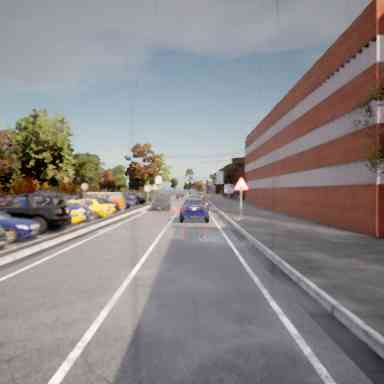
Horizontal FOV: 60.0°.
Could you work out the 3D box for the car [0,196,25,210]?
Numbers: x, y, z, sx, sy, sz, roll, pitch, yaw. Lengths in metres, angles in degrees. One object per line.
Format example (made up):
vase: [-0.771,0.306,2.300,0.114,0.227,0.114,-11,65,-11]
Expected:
car: [-21.848,1.229,37.552,5.008,1.535,2.097,0,1,0]

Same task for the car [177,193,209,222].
car: [0.173,1.234,25.522,2.097,1.767,4.553,0,0,0]

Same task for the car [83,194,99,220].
car: [-9.329,1.226,23.488,4.553,1.767,2.185,0,0,0]

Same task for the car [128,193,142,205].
car: [-9.276,1.222,43.269,4.674,1.452,2.002,0,1,0]

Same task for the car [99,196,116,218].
car: [-9.109,1.324,26.314,5.366,1.575,1.946,0,0,0]

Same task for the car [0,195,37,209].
car: [-21.845,1.205,40.376,5.008,1.535,2.097,0,0,0]

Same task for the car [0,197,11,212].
car: [-21.885,1.283,34.729,4.792,1.488,2.163,0,1,0]

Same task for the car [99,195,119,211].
car: [-9.478,1.300,29.141,5.366,1.575,1.946,0,0,0]

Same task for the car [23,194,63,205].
car: [-21.853,1.130,48.846,4.892,1.521,2.231,0,1,0]

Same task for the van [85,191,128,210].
van: [-9.404,1.029,34.790,4.442,1.987,1.878,0,0,0]

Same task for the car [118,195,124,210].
car: [-9.287,1.319,31.966,4.674,1.452,2.002,0,0,0]

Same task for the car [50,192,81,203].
car: [-21.776,0.912,57.325,4.553,1.767,2.185,0,0,0]

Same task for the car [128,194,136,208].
car: [-9.255,1.260,37.617,4.792,1.488,2.163,0,0,0]

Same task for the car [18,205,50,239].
car: [-9.308,1.465,15.013,4.674,1.452,2.002,0,0,0]

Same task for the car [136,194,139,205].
car: [-9.285,1.246,40.443,4.674,1.452,2.002,0,0,0]

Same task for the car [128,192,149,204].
car: [-9.268,1.130,48.919,5.008,1.535,2.097,0,1,0]

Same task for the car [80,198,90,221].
car: [-9.486,1.373,20.664,5.366,1.575,1.946,0,0,0]

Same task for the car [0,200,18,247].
car: [-9.340,1.323,12.186,4.553,1.767,2.185,0,0,0]

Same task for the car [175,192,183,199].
car: [-2.636,0.846,76.438,1.837,1.490,4.892,0,1,1]

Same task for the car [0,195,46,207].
car: [-21.844,1.182,43.200,4.892,1.521,2.231,0,1,0]

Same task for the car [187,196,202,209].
car: [0.299,1.276,42.899,1.837,1.490,4.892,0,1,1]

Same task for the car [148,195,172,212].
car: [-3.204,1.157,35.836,1.837,1.490,4.892,0,7,1]

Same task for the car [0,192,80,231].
car: [-9.331,1.149,17.835,5.566,2.045,2.435,0,0,0]
